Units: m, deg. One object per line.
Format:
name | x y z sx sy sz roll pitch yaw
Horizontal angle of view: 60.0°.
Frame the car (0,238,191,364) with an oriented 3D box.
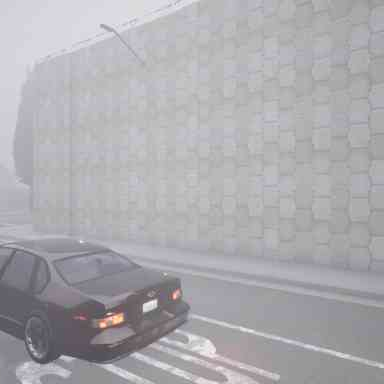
car | -2.602 1.547 5.834 5.357 1.411 2.033 0 0 35
